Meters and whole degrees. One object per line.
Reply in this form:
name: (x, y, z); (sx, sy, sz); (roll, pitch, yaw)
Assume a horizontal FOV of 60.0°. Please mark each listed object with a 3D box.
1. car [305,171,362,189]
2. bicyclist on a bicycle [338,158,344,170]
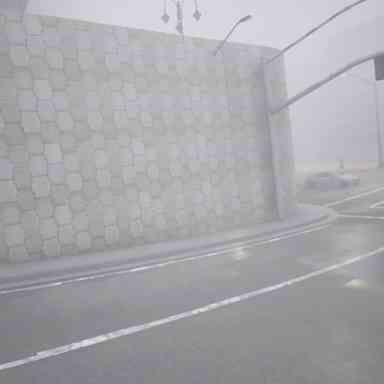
car: (11.876, -1.086, 28.298); (1.812, 1.442, 4.674); (-11, 6, -35)
bicyclist on a bicycle: (20.060, -3.814, 44.853); (1.656, 1.620, 0.582); (-11, 6, -35)
